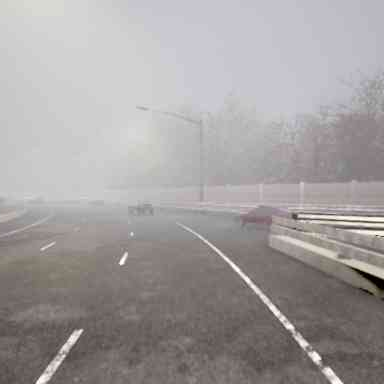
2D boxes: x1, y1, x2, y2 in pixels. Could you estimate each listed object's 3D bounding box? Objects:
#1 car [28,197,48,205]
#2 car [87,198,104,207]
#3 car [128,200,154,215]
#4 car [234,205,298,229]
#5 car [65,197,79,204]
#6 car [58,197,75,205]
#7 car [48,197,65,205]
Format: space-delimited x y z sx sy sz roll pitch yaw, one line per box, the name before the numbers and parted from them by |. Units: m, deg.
car | -31.909 1.734 68.219 2.097 1.767 4.553 0 0 -42
car | -17.496 1.843 60.419 1.882 1.535 5.008 0 -1 -34
car | -5.658 1.669 36.604 1.837 1.490 4.892 -1 0 -26
car | 4.793 1.565 21.224 1.812 1.442 4.674 -1 0 -39
car | -26.196 1.896 72.392 1.812 1.442 4.674 0 0 -42
car | -28.330 2.002 74.765 1.882 1.535 5.008 0 0 -42
car | -29.252 1.922 70.497 1.994 1.385 4.181 0 0 -42
